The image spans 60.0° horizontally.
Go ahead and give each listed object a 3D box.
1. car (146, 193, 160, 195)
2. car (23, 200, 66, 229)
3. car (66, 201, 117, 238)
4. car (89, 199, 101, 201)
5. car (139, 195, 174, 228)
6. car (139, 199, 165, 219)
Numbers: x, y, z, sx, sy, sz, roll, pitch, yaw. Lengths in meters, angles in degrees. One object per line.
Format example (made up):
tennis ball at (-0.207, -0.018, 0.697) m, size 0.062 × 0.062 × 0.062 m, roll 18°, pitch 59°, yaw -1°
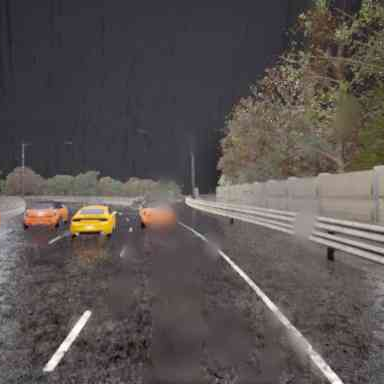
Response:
car at (-4.996, 1.195, 42.880) m, size 2.150 × 2.045 × 5.566 m, roll 0°, pitch 0°, yaw -4°
car at (-9.528, 1.383, 22.083) m, size 2.097 × 1.767 × 4.553 m, roll 0°, pitch 0°, yaw -12°
car at (-5.157, 1.486, 17.882) m, size 1.882 × 1.535 × 5.008 m, roll 0°, pitch 0°, yaw -9°
car at (-12.416, 1.585, 42.539) m, size 1.994 × 1.385 × 4.181 m, roll 0°, pitch 0°, yaw -23°
car at (-2.465, 1.336, 22.596) m, size 2.097 × 1.767 × 4.553 m, roll 0°, pitch 0°, yaw -9°
car at (-3.665, 1.474, 30.273) m, size 2.128 × 1.511 × 4.902 m, roll 0°, pitch 0°, yaw -8°
